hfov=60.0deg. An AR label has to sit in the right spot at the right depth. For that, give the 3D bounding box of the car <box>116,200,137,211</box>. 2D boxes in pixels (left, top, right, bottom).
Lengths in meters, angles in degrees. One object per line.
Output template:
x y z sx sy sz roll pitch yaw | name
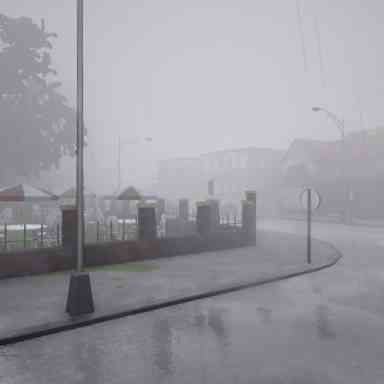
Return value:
-7.210 1.547 37.659 2.033 1.411 5.357 0 0 -35 | car

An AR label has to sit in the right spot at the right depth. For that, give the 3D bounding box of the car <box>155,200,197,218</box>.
-1.477 1.491 29.633 2.128 1.511 4.902 0 0 -36 | car

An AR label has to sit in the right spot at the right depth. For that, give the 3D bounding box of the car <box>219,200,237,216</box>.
2.127 1.477 31.713 1.882 1.535 5.008 0 0 -35 | car

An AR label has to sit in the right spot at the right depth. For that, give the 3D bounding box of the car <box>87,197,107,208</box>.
-13.447 1.506 46.461 1.837 1.490 4.892 0 0 -35 | car
